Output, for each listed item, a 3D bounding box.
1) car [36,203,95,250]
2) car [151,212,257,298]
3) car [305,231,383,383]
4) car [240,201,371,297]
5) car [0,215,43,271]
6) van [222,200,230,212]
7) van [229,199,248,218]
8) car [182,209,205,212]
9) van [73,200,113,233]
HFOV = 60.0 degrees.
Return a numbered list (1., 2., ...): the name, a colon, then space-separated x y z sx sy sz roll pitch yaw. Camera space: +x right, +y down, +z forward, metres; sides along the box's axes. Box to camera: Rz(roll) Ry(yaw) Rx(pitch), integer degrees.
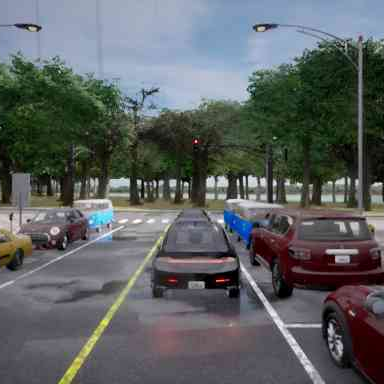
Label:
1. car: -5.767 1.440 13.924 1.967 1.590 4.097 0 0 0
2. car: 0.088 1.491 8.520 2.128 1.511 4.902 0 0 0
3. car: 2.760 1.440 3.051 1.967 1.590 4.097 0 0 0
4. car: 2.759 1.314 8.489 2.192 1.841 5.009 0 0 0
5. car: -5.766 1.525 8.317 1.752 1.417 4.829 0 0 0
6. van: 2.757 1.341 19.364 1.690 1.788 3.998 0 0 0
7. van: 2.758 1.341 13.926 1.690 1.788 3.998 0 0 0
8. car: 0.053 1.564 17.438 1.994 1.385 4.181 0 0 1
9. van: -5.769 1.341 19.362 1.690 1.788 3.998 0 0 0
